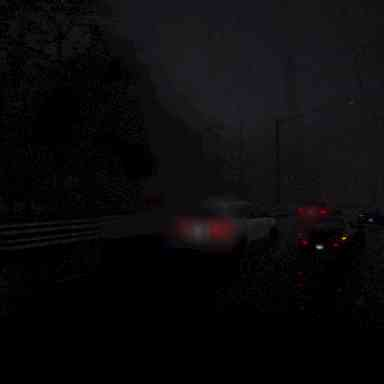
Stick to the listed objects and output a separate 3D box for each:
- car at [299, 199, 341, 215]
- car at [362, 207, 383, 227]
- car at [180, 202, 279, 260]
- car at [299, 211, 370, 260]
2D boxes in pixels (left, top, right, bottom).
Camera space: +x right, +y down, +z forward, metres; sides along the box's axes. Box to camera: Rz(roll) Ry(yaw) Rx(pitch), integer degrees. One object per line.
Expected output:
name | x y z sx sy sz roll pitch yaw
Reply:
car | 10.197 1.578 26.190 2.150 2.045 5.566 -1 -1 35
car | 14.101 1.851 25.626 1.812 1.442 4.674 -1 -1 35
car | 1.737 1.431 13.755 2.150 2.045 5.566 -1 -1 34
car | 5.679 1.705 13.310 1.812 1.442 4.674 -1 -1 34
